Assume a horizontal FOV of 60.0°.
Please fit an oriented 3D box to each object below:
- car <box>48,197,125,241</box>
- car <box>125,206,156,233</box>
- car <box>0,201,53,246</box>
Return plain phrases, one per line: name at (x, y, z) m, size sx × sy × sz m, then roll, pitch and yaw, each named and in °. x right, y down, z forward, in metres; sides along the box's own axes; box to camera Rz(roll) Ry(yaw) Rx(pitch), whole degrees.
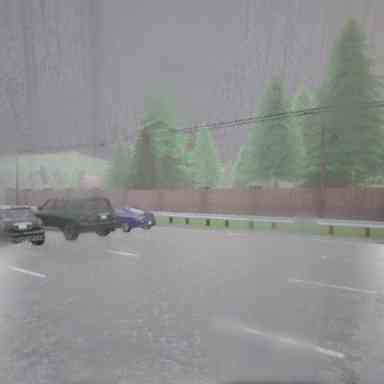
car at (-6.268, 1.255, 16.938) m, size 5.566 × 2.045 × 2.150 m, roll 0°, pitch 0°, yaw 36°
car at (-4.211, 1.530, 19.770) m, size 4.674 × 1.442 × 1.812 m, roll 0°, pitch 0°, yaw 36°
car at (-8.251, 1.363, 14.054) m, size 4.553 × 1.767 × 2.097 m, roll 0°, pitch 0°, yaw 36°
